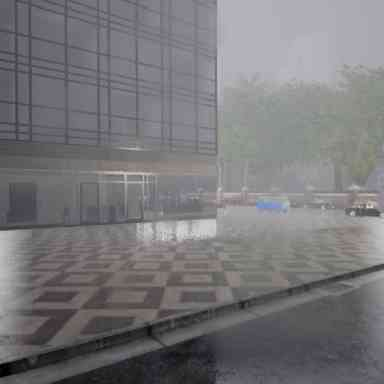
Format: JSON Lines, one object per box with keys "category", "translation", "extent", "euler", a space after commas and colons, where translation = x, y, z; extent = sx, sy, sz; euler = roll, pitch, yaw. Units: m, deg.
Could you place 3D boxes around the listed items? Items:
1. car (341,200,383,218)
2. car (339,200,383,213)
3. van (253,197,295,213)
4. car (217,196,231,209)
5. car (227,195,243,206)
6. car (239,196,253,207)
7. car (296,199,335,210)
{"category": "car", "translation": [15.730, 1.592, 29.165], "extent": [2.008, 1.369, 4.403], "euler": [-1, 0, -35]}
{"category": "car", "translation": [19.503, 1.588, 38.605], "extent": [1.802, 1.307, 4.206], "euler": [-1, 0, -35]}
{"category": "van", "translation": [9.355, 1.441, 38.193], "extent": [1.690, 1.788, 3.998], "euler": [-1, 0, -35]}
{"category": "car", "translation": [2.984, 1.685, 47.222], "extent": [1.887, 1.381, 4.507], "euler": [-1, 0, -35]}
{"category": "car", "translation": [6.755, 1.400, 56.661], "extent": [2.192, 1.841, 5.009], "euler": [-1, 0, -35]}
{"category": "car", "translation": [9.944, 1.655, 52.148], "extent": [1.802, 1.307, 4.206], "euler": [-1, 0, -35]}
{"category": "car", "translation": [16.317, 1.584, 43.119], "extent": [2.008, 1.369, 4.403], "euler": [-1, 0, -35]}
